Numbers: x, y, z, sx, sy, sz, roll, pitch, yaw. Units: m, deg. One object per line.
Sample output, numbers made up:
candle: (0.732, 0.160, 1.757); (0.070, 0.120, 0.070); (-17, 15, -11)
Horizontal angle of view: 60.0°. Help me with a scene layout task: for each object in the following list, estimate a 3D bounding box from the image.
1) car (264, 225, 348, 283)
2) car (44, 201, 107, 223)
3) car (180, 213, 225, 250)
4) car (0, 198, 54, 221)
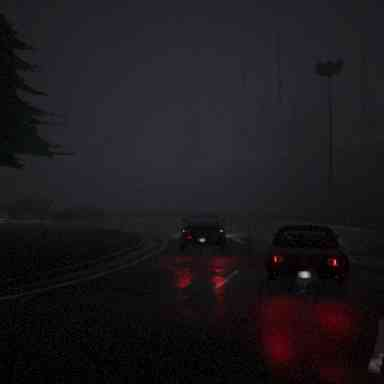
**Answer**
car: (3.339, 1.644, 9.877); (1.895, 1.301, 4.718); (-1, 0, 18)
car: (-9.890, 1.844, 29.163); (4.902, 1.511, 2.128); (-1, -1, 7)
car: (0.509, 1.642, 14.884); (1.812, 1.442, 4.674); (0, 0, 3)
car: (-16.020, 1.670, 32.160); (5.566, 2.045, 2.150); (-1, -1, -11)
